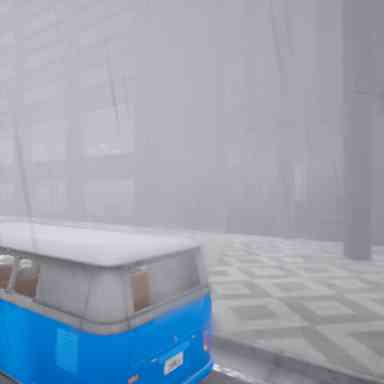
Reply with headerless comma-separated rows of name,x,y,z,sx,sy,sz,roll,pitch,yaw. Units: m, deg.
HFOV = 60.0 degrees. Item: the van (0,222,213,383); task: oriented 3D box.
van,-1.674,1.344,4.156,3.998,1.788,1.690,0,0,35
